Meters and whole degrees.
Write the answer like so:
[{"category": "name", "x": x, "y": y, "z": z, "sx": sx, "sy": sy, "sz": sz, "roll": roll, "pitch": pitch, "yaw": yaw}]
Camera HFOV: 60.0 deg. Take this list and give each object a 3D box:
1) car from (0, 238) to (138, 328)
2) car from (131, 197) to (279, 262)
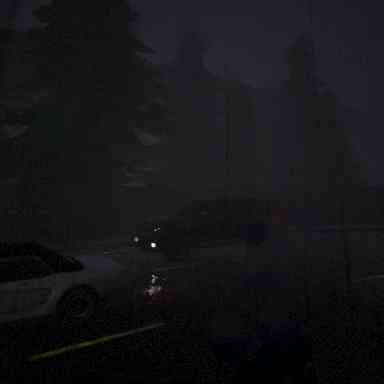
[{"category": "car", "x": -3.525, "y": 1.600, "z": 5.627, "sx": 4.718, "sy": 1.301, "sz": 1.895, "roll": 0, "pitch": 0, "yaw": -34}, {"category": "car", "x": 0.612, "y": 1.201, "z": 12.254, "sx": 5.566, "sy": 2.045, "sz": 2.150, "roll": 0, "pitch": 0, "yaw": -28}]
